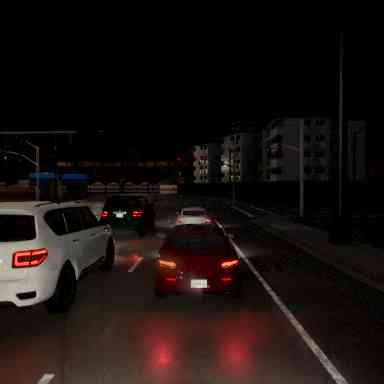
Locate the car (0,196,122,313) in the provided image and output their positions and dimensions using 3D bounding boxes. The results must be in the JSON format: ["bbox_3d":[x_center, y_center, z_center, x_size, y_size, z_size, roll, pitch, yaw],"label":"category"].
[{"bbox_3d":[-3.383,1.218,7.788,2.150,2.045,5.566,0,0,0],"label":"car"}]

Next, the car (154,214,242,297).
[{"bbox_3d":[0.120,1.521,8.431,1.812,1.442,4.674,0,0,0],"label":"car"}]

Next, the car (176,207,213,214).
[{"bbox_3d":[0.115,1.490,17.518,1.812,1.442,4.674,0,0,1],"label":"car"}]

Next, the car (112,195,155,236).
[{"bbox_3d":[-3.352,1.179,18.147,2.150,2.045,5.566,0,0,0],"label":"car"}]
